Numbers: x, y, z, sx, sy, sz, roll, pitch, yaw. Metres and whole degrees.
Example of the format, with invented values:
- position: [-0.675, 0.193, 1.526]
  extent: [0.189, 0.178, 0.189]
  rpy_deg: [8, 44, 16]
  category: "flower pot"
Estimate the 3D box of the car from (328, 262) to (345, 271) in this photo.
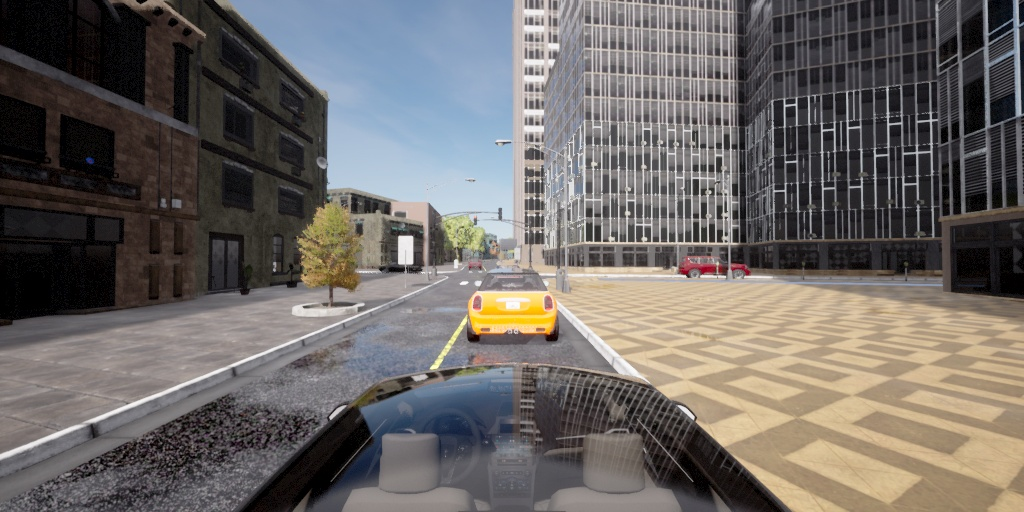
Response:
- position: [-20.586, 1.316, 40.121]
  extent: [4.313, 1.339, 1.948]
  rpy_deg: [0, 0, 18]
  category: "car"

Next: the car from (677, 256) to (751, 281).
- position: [15.745, 0.937, 28.234]
  extent: [5.009, 1.841, 2.192]
  rpy_deg: [0, 0, 18]
  category: "car"

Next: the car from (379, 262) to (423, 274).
- position: [-12.390, 1.366, 40.071]
  extent: [4.718, 1.301, 1.895]
  rpy_deg: [0, -1, 18]
  category: "car"

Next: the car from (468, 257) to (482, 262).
- position: [-5.478, 1.237, 53.338]
  extent: [1.882, 1.535, 5.008]
  rpy_deg: [0, 0, -6]
  category: "car"

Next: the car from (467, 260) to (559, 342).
- position: [0.004, 1.104, 9.980]
  extent: [2.097, 1.767, 4.553]
  rpy_deg: [0, 0, 0]
  category: "car"
